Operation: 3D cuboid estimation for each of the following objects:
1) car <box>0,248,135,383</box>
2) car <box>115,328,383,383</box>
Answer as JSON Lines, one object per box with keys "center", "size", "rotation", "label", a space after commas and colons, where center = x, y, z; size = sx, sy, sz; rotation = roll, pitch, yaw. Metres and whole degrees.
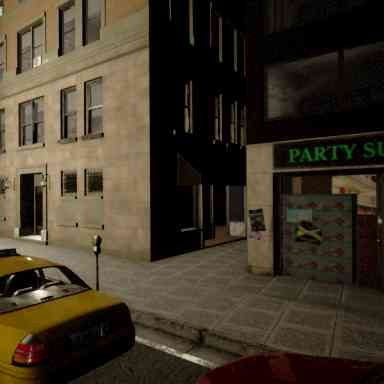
{"center": [-2.987, 1.526, 4.992], "size": [4.829, 1.417, 1.752], "rotation": [0, -1, 36], "label": "car"}
{"center": [1.767, 1.582, 1.594], "size": [4.206, 1.307, 1.802], "rotation": [0, -1, 36], "label": "car"}
